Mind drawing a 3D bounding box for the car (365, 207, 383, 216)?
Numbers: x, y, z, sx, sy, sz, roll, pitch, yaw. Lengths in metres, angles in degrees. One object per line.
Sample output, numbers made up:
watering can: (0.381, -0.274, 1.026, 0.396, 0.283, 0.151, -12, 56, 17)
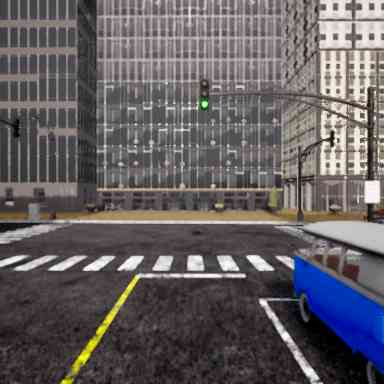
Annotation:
car: (13.790, 1.773, 21.425, 4.902, 1.511, 2.128, 0, 0, 0)

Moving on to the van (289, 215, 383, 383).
van: (2.672, 1.391, 4.677, 1.690, 1.788, 3.998, -1, -1, 0)
